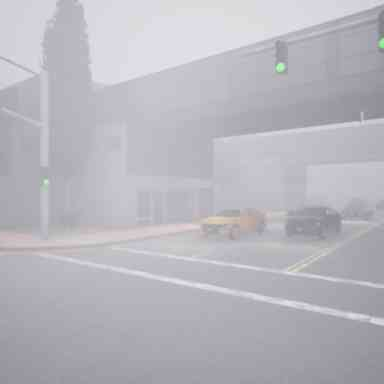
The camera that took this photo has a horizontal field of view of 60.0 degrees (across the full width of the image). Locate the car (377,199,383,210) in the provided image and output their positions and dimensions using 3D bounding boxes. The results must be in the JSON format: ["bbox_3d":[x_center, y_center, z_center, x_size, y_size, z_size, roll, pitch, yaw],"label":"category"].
[{"bbox_3d":[25.231,1.580,43.176,2.033,1.411,5.357,-1,0,37],"label":"car"}]

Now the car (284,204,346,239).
[{"bbox_3d":[6.590,1.514,17.906,1.882,1.535,5.008,-1,0,36],"label":"car"}]

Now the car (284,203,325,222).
[{"bbox_3d":[9.435,1.662,27.703,1.895,1.301,4.718,-1,0,36],"label":"car"}]

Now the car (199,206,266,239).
[{"bbox_3d":[2.310,1.540,17.987,1.882,1.535,5.008,-1,0,36],"label":"car"}]

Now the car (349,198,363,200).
[{"bbox_3d":[22.109,1.536,44.847,1.882,1.535,5.008,-1,-1,37],"label":"car"}]

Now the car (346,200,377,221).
[{"bbox_3d":[13.681,1.599,27.572,1.994,1.385,4.181,-1,0,36],"label":"car"}]
